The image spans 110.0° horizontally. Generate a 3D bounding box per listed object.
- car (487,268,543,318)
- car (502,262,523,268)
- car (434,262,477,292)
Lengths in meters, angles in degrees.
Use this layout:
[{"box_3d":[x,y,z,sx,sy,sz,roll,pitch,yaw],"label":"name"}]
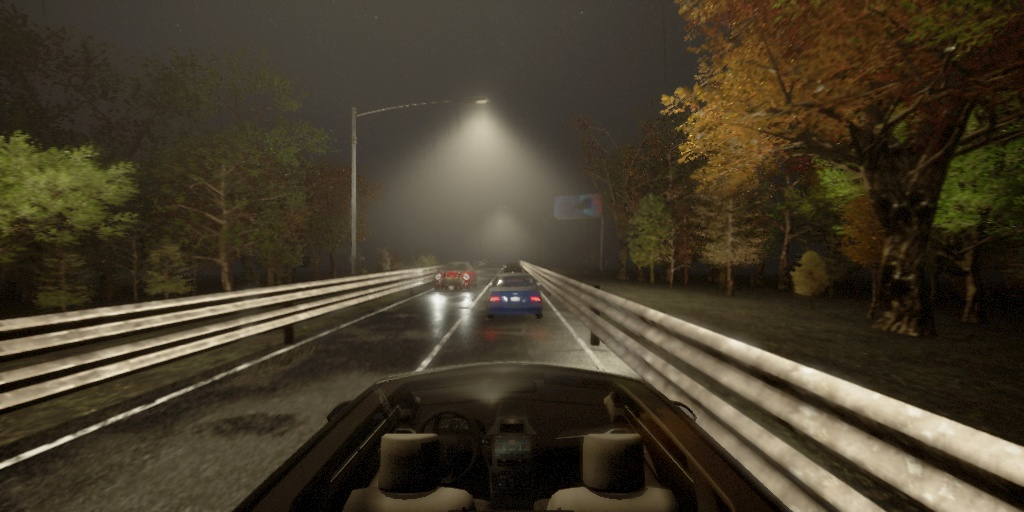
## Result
[{"box_3d":[0.099,1.333,13.135,2.033,1.411,5.357,0,0,0],"label":"car"},{"box_3d":[0.078,1.364,37.049,1.837,1.490,4.892,0,0,0],"label":"car"},{"box_3d":[-3.353,1.165,22.012,2.097,1.767,4.553,0,0,0],"label":"car"}]
